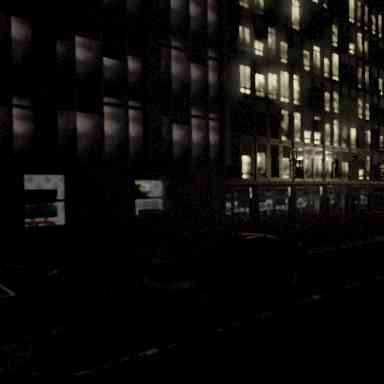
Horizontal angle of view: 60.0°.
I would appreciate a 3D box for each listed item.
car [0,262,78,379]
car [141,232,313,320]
[{"bbox_3d":[-3.674,1.590,3.945,4.403,1.369,2.008,-1,-1,-36],"label":"car"},{"bbox_3d":[0.935,1.579,7.271,4.206,1.307,1.802,-1,-1,-36],"label":"car"}]
